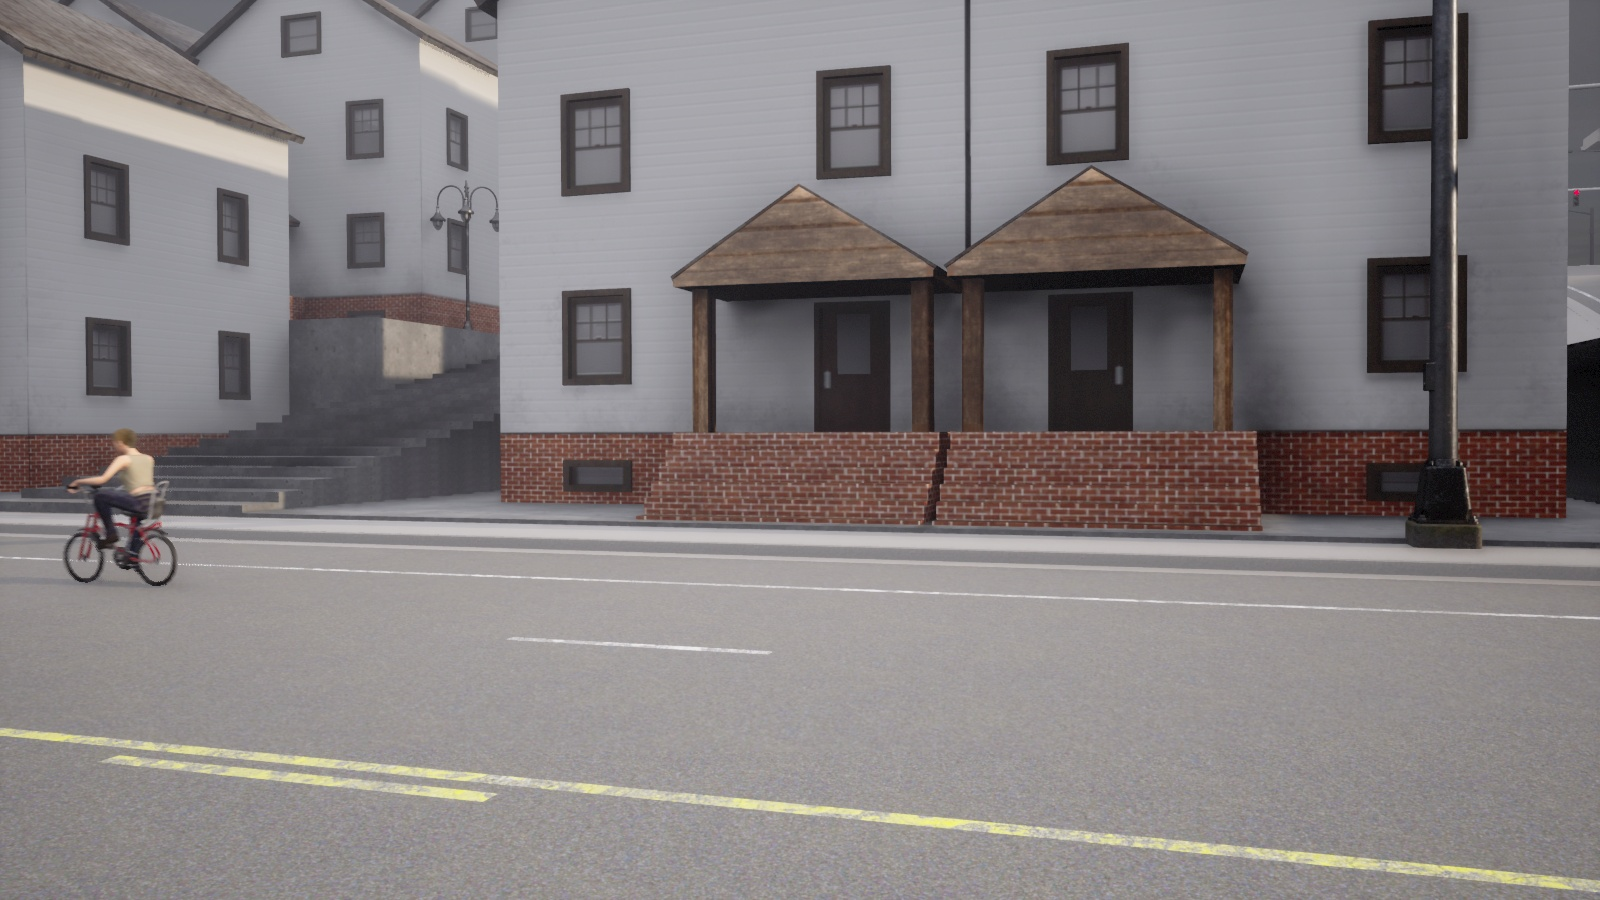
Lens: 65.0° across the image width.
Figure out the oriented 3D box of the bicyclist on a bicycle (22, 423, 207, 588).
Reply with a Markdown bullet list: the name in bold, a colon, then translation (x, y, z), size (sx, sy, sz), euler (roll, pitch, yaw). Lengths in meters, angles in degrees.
- **bicyclist on a bicycle**: translation (-7.016, 0.530, 12.884), size (1.509, 1.612, 0.866), euler (1, 1, 19)
